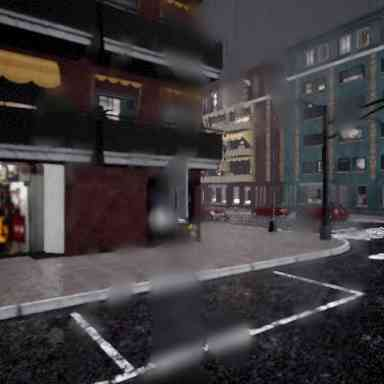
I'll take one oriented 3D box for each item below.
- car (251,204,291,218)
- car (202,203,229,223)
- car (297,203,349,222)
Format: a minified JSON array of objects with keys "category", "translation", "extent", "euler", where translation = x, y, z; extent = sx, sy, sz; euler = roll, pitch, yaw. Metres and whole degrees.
[{"category":"car","translation":[7.725,1.839,32.668],"extent":[1.802,1.307,4.206],"euler":[-1,0,-35]},{"category":"car","translation":[1.281,1.687,28.121],"extent":[1.967,1.590,4.097],"euler":[-1,0,-35]},{"category":"car","translation":[10.913,1.630,28.128],"extent":[1.967,1.590,4.097],"euler":[-1,0,-35]}]
